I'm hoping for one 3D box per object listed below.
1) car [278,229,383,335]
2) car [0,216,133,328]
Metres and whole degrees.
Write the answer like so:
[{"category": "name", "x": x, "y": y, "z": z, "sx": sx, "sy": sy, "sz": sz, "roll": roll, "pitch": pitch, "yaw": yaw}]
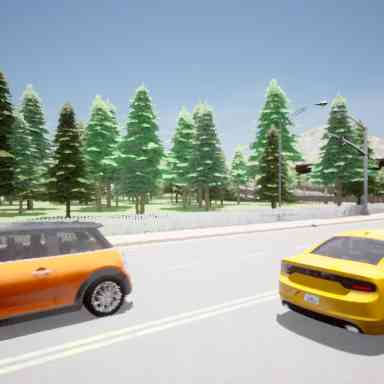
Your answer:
[{"category": "car", "x": 3.846, "y": 1.475, "z": 6.498, "sx": 5.008, "sy": 1.535, "sz": 1.882, "roll": 0, "pitch": 0, "yaw": -35}, {"category": "car", "x": -3.432, "y": 1.353, "z": 5.845, "sx": 4.553, "sy": 1.767, "sz": 2.097, "roll": 0, "pitch": 0, "yaw": -36}]
